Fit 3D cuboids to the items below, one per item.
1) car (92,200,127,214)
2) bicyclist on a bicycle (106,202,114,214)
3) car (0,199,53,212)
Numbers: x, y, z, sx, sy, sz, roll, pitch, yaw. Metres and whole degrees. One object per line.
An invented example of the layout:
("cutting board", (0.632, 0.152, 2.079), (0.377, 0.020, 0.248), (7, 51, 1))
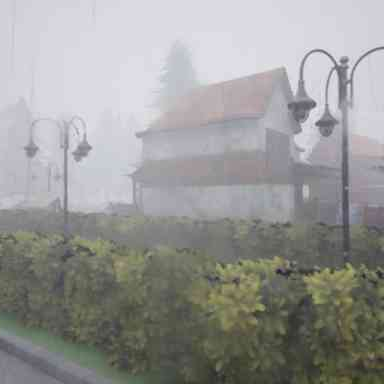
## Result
("car", (-9.317, 1.800, 38.445), (2.097, 1.767, 4.553), (-1, 0, 37))
("bicyclist on a bicycle", (-7.035, 1.678, 28.919), (1.656, 1.620, 0.582), (-1, -1, 35))
("car", (-15.272, 1.670, 30.243), (2.150, 2.045, 5.566), (-1, 0, 36))
